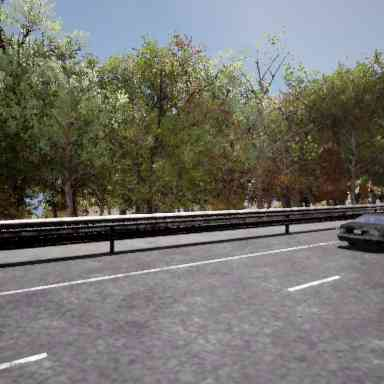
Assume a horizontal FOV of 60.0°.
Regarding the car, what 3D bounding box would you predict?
[{"bbox_3d":[8.375,1.575,14.235,5.357,1.411,2.033,0,0,-36],"label":"car"}]
